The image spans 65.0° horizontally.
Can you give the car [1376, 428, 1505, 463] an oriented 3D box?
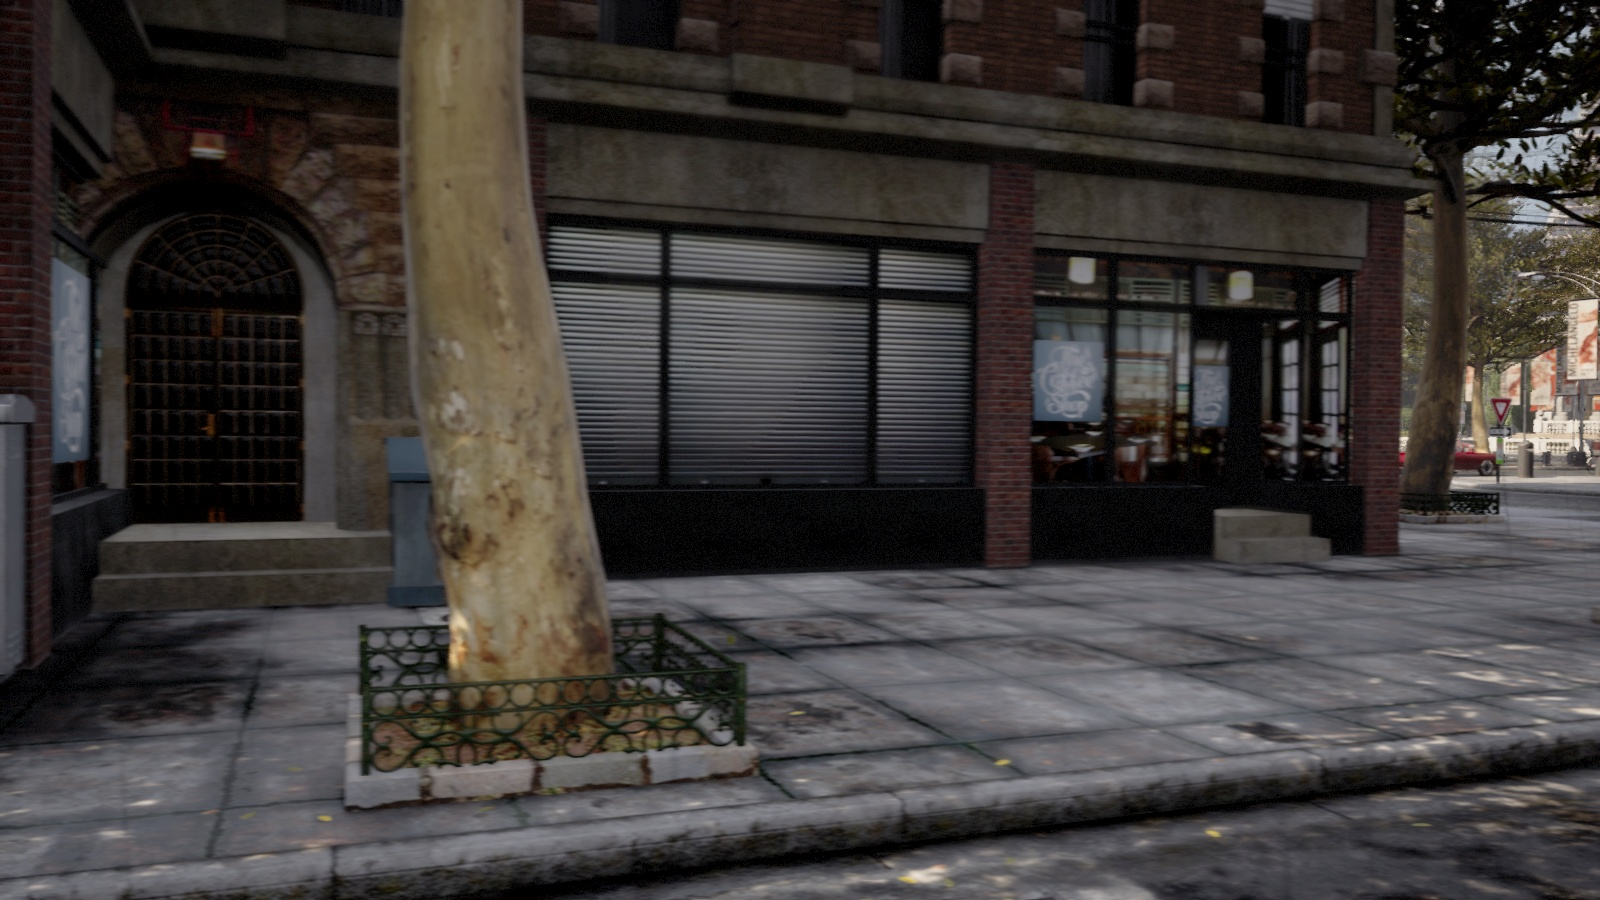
[{"bbox_3d":[25.399,-0.186,49.784,4.718,1.301,1.895,-1,1,-22],"label":"car"}]
